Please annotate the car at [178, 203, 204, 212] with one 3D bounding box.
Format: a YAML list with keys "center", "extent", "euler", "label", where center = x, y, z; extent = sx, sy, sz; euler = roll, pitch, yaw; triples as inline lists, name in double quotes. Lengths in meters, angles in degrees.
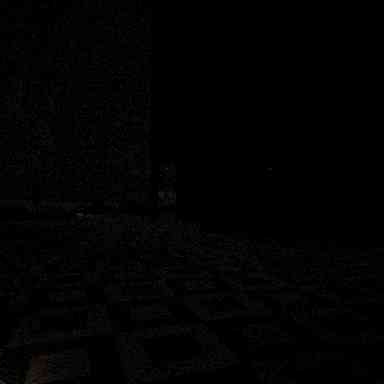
- center: [-0.103, 2.243, 49.204]
  extent: [1.802, 1.307, 4.206]
  euler: [-1, -2, 36]
  label: "car"

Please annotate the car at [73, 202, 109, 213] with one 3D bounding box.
- center: [-13.596, 2.013, 44.963]
  extent: [1.887, 1.381, 4.507]
  euler: [-1, -2, 35]
  label: "car"

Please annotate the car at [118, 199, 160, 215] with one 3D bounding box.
- center: [-6.660, 1.789, 40.015]
  extent: [2.192, 1.841, 5.009]
  euler: [-1, -2, 35]
  label: "car"

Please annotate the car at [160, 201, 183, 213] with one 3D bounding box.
- center: [-3.383, 2.111, 44.604]
  extent: [1.887, 1.381, 4.507]
  euler: [-1, -2, 35]
  label: "car"

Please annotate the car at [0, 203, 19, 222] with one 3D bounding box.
- center: [-16.486, 1.772, 26.222]
  extent: [1.947, 1.339, 4.313]
  euler: [-1, -2, 35]
  label: "car"

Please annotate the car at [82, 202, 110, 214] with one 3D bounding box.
- center: [-12.461, 1.966, 41.939]
  extent: [1.812, 1.442, 4.674]
  euler: [0, -1, 36]
  label: "car"

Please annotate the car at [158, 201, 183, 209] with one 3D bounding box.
- center: [-3.770, 2.302, 58.748]
  extent: [2.008, 1.369, 4.403]
  euler: [-1, -2, 35]
  label: "car"

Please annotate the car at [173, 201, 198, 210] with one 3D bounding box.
- center: [-1.098, 2.311, 57.712]
  extent: [1.812, 1.442, 4.674]
  euler: [0, -1, 35]
  label: "car"

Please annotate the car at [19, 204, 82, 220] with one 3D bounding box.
- center: [-13.112, 1.821, 30.956]
  extent: [1.752, 1.417, 4.829]
  euler: [-1, -2, 35]
  label: "car"

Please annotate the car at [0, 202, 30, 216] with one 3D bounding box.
- center: [-20.147, 1.839, 35.772]
  extent: [2.008, 1.369, 4.403]
  euler: [-1, -1, 35]
  label: "car"

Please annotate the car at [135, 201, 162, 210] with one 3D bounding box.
- center: [-7.045, 2.206, 54.153]
  extent: [2.008, 1.369, 4.403]
  euler: [-1, -2, 35]
  label: "car"
